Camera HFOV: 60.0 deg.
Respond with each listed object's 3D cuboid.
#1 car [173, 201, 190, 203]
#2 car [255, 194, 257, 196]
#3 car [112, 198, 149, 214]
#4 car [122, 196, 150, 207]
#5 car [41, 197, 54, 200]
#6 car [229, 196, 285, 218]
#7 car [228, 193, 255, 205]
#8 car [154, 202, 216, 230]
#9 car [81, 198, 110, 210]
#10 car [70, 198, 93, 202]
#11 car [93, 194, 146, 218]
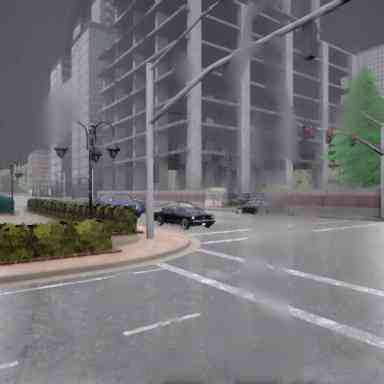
[{"bbox_3d":[-0.807,1.470,27.224,1.812,1.442,4.674,0,0,-36],"label":"car"},{"bbox_3d":[9.500,1.114,52.377,1.905,1.878,3.866,0,0,-36],"label":"car"},{"bbox_3d":[-6.638,1.422,35.255,1.882,1.535,5.008,0,0,-36],"label":"car"},{"bbox_3d":[-8.445,1.436,49.987,2.128,1.511,4.902,0,0,-36],"label":"car"},{"bbox_3d":[-22.331,1.470,51.032,1.812,1.442,4.674,0,0,-36],"label":"car"},{"bbox_3d":[6.037,1.436,29.933,2.128,1.511,4.902,0,0,-35],"label":"car"},{"bbox_3d":[7.110,1.114,50.663,1.905,1.878,3.866,0,0,-36],"label":"car"},{"bbox_3d":[-0.613,1.545,21.002,1.895,1.301,4.718,0,0,-36],"label":"car"},{"bbox_3d":[-12.774,1.492,43.706,2.033,1.411,5.357,0,0,-36],"label":"car"},{"bbox_3d":[-13.195,1.492,38.331,2.033,1.411,5.357,0,0,-36],"label":"car"},{"bbox_3d":[-6.345,1.166,28.894,2.150,2.045,5.566,0,0,-36],"label":"car"}]
